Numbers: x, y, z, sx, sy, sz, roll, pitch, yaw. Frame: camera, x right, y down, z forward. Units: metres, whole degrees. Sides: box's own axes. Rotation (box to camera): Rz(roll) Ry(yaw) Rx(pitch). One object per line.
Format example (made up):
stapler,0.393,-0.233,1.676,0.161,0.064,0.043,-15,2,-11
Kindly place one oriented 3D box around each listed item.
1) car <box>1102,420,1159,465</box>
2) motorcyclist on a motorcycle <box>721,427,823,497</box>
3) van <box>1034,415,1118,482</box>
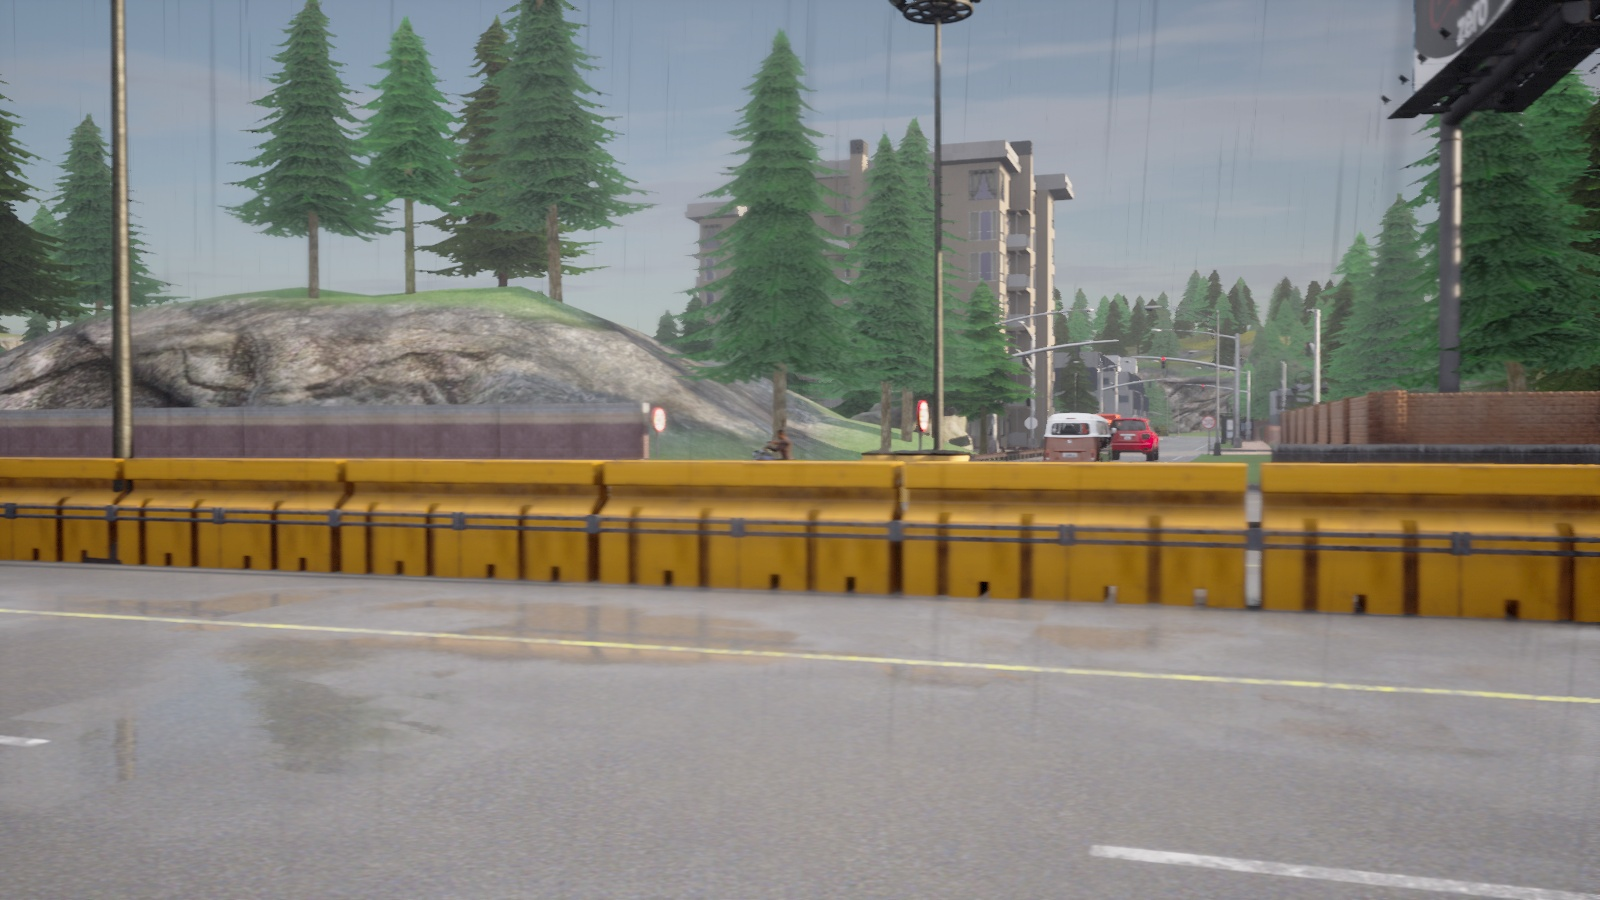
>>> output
car,15.783,-0.371,59.716,2.150,2.045,5.566,1,1,20
motorcyclist on a motorcycle,-0.673,0.286,30.475,2.350,1.649,0.766,0,-2,-24
van,8.907,-0.082,40.298,2.069,2.038,4.480,1,1,19
